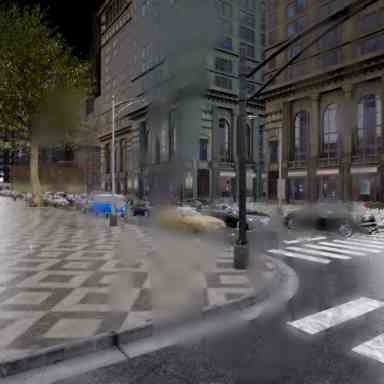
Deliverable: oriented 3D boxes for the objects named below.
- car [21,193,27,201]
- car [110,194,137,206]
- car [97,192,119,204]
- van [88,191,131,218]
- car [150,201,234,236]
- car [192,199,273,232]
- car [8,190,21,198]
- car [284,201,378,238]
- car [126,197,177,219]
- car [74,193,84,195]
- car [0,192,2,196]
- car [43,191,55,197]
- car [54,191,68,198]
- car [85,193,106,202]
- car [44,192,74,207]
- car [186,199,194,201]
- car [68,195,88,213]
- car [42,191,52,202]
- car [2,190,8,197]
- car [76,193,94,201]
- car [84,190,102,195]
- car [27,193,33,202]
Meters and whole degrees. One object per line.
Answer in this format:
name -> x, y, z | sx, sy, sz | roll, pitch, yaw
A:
car -> -26.207, 0.830, 54.651 | 2.008, 1.369, 4.403 | 1, 0, -35
car -> -9.524, 1.073, 45.814 | 2.008, 1.369, 4.403 | 1, 0, -35
car -> -12.763, 0.880, 50.401 | 1.967, 1.590, 4.097 | 1, 0, -35
van -> -6.754, 1.091, 27.120 | 1.690, 1.788, 3.998 | 1, 0, -35
car -> -0.173, 1.398, 17.802 | 1.752, 1.417, 4.829 | 1, 0, -35
car -> 2.369, 1.370, 18.796 | 2.128, 1.511, 4.902 | 0, 1, -35
car -> -35.929, 0.483, 68.413 | 1.967, 1.590, 4.097 | 1, 0, -35
car -> 7.139, 1.267, 17.600 | 2.097, 1.767, 4.553 | 0, 1, -35
car -> -3.353, 1.338, 26.905 | 1.994, 1.385, 4.181 | 0, 1, -35
car -> -15.051, 1.029, 43.546 | 1.812, 1.442, 4.674 | 0, 1, -34
car -> -45.655, 0.254, 82.176 | 1.967, 1.590, 4.097 | 1, 0, -35
car -> -35.455, 0.471, 82.510 | 1.802, 1.307, 4.206 | 1, 0, -35
car -> -28.972, 0.587, 73.336 | 1.887, 1.381, 4.507 | 1, 0, -35
car -> -16.006, 0.910, 54.988 | 2.008, 1.369, 4.403 | 1, 0, -35
car -> -16.384, 1.051, 40.749 | 1.752, 1.417, 4.829 | 1, 0, -35
car -> 0.201, 1.315, 32.048 | 1.947, 1.339, 4.313 | 1, 0, -35
car -> -9.998, 1.230, 31.709 | 2.008, 1.369, 4.403 | 1, 0, -35
car -> -19.723, 0.992, 45.476 | 2.008, 1.369, 4.403 | 1, 0, -35
car -> -42.413, 0.329, 77.588 | 1.967, 1.590, 4.097 | 1, 0, -35
car -> -19.248, 0.860, 59.575 | 1.802, 1.307, 4.206 | 1, 0, -35
car -> -9.169, 0.870, 35.147 | 2.150, 2.045, 5.566 | 0, 1, -35
car -> -22.965, 0.910, 50.063 | 2.008, 1.369, 4.403 | 1, 0, -35
